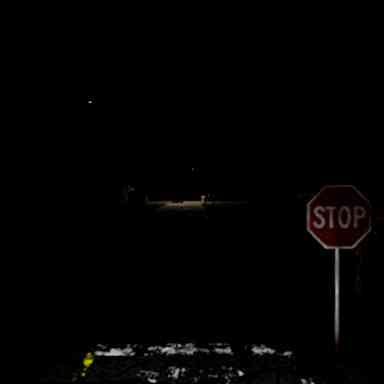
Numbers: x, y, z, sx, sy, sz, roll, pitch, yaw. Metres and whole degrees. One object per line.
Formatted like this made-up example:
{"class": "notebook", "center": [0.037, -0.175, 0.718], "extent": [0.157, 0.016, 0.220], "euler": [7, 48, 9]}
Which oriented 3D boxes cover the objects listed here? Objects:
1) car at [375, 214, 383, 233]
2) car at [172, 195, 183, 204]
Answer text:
{"class": "car", "center": [11.278, 1.405, 15.609], "extent": [5.008, 1.535, 1.882], "euler": [0, 0, -5]}
{"class": "car", "center": [-2.905, 1.437, 67.269], "extent": [2.097, 1.767, 4.553], "euler": [0, 0, 0]}
